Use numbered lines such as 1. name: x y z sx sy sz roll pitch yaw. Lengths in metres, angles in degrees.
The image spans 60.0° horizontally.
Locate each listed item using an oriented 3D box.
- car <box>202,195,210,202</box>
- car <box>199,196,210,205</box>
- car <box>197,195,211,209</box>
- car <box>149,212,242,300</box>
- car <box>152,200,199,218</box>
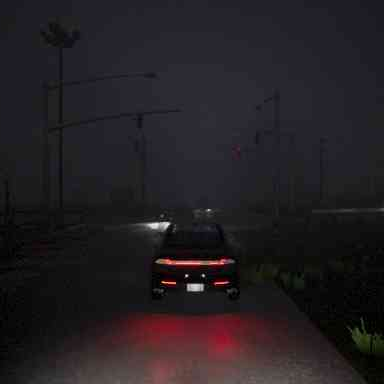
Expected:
1. car: 3.193 1.427 76.213 1.882 1.535 5.008 0 0 3
2. car: 2.334 1.490 60.612 1.812 1.442 4.674 0 0 3
3. car: 1.478 1.490 44.039 1.812 1.442 4.674 0 0 3
4. car: 0.078 1.492 8.364 2.128 1.511 4.902 0 0 0
5. car: -1.385 1.564 26.017 1.994 1.385 4.181 0 0 24
